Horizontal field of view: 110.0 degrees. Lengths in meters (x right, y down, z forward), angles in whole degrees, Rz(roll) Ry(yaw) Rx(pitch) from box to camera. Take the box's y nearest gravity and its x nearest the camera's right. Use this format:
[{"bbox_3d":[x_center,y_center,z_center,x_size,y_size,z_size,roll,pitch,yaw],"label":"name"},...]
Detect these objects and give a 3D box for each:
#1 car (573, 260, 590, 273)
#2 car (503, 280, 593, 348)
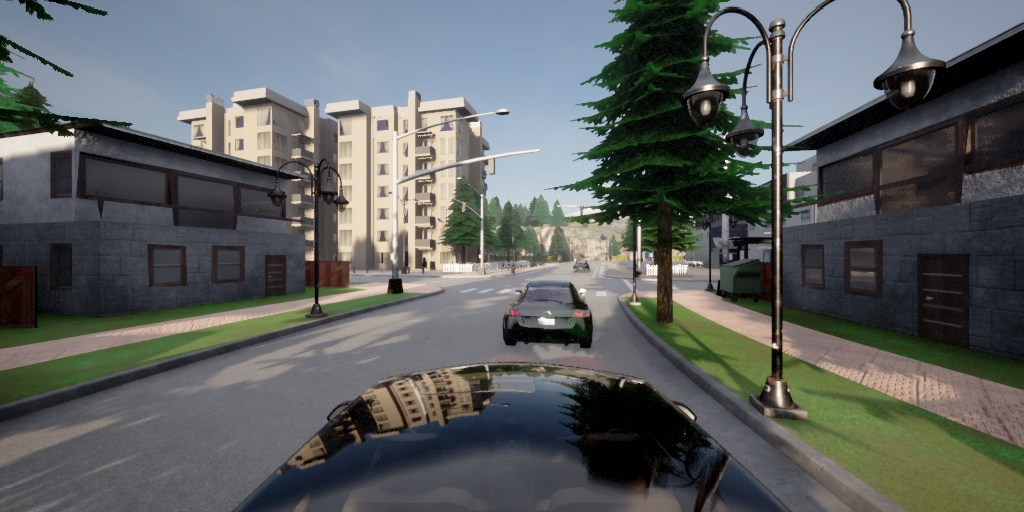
[{"bbox_3d":[8.738,1.279,44.867,2.128,1.511,4.902,0,0,14],"label":"car"},{"bbox_3d":[0.995,1.315,9.320,1.994,1.385,4.181,0,0,8],"label":"car"}]
